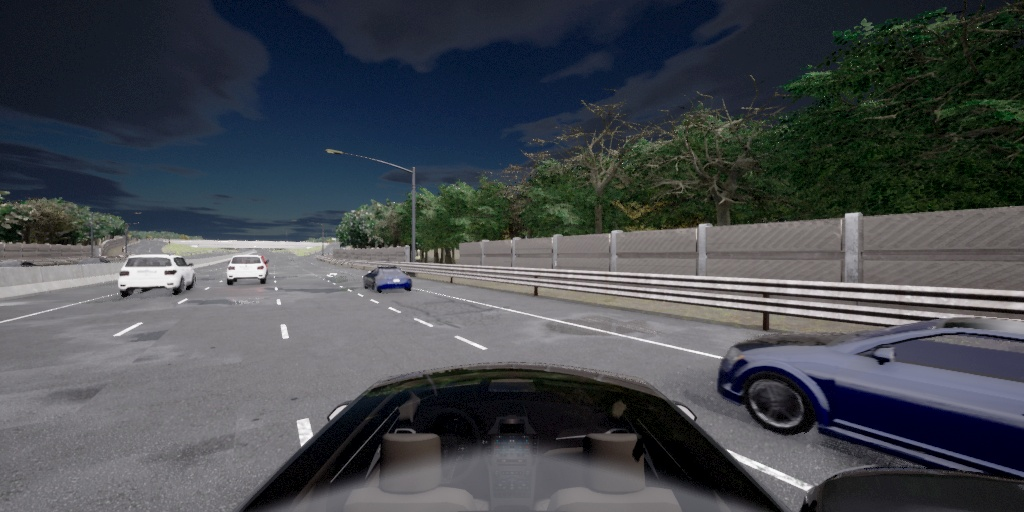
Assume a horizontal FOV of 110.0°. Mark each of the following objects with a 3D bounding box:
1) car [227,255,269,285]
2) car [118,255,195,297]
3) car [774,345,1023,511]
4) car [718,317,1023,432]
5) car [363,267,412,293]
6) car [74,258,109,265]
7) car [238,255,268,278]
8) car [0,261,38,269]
[{"bbox_3d":[-19.274,0.957,26.201,2.150,2.045,5.566,0,0,-34],"label":"car"},{"bbox_3d":[-18.783,0.963,19.190,2.150,2.045,5.566,0,0,-34],"label":"car"},{"bbox_3d":[2.985,1.315,0.453,4.181,1.385,1.994,0,0,34],"label":"car"},{"bbox_3d":[4.465,1.314,3.543,1.994,1.385,4.181,0,0,-34],"label":"car"},{"bbox_3d":[-7.376,1.307,21.053,1.994,1.385,4.181,0,0,-34],"label":"car"},{"bbox_3d":[-43.786,1.060,37.363,2.097,1.767,4.553,0,0,-33],"label":"car"},{"bbox_3d":[-25.265,0.946,35.155,2.150,2.045,5.566,0,0,-34],"label":"car"},{"bbox_3d":[-44.267,1.219,31.751,1.837,1.490,4.892,0,0,-34],"label":"car"}]
